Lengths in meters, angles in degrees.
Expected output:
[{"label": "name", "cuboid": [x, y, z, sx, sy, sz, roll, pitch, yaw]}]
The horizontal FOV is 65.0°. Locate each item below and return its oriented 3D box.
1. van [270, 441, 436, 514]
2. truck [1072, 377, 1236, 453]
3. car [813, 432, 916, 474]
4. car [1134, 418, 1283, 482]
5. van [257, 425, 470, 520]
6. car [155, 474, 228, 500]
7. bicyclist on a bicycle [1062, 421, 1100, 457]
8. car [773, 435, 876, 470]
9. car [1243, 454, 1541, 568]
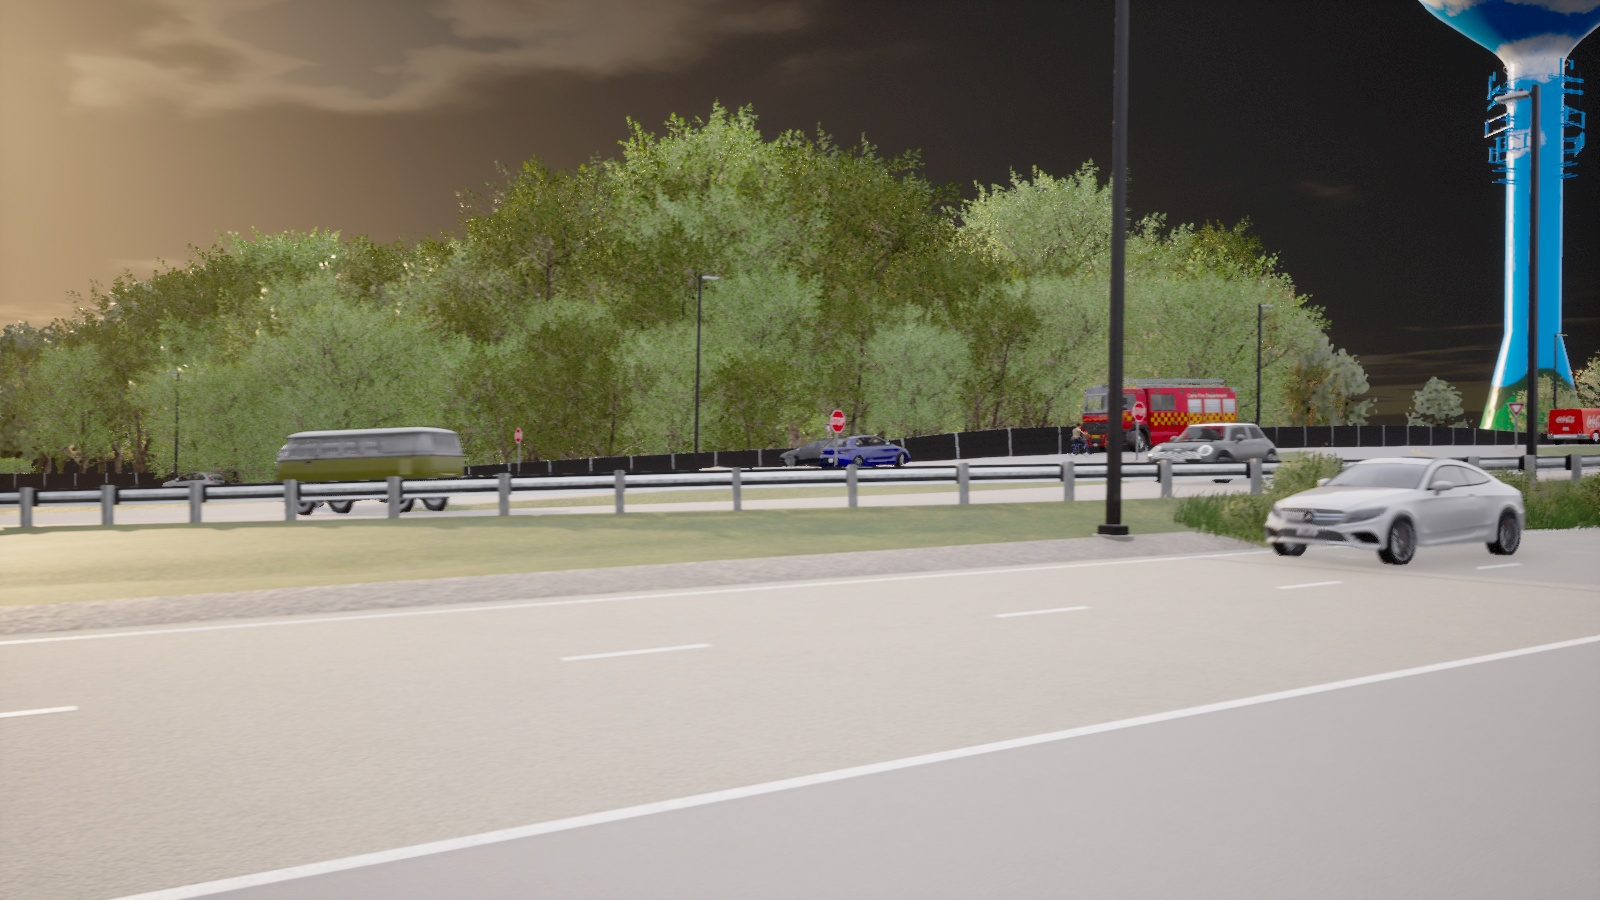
[{"label": "van", "cuboid": [-13.818, 0.802, 38.917, 4.442, 1.987, 1.775, -3, 1, -34]}, {"label": "truck", "cuboid": [18.777, -1.886, 66.515, 8.468, 3.827, 2.891, -2, 1, -26]}, {"label": "car", "cuboid": [2.656, 0.097, 50.868, 1.816, 1.474, 4.193, -1, 2, 43]}, {"label": "car", "cuboid": [10.339, -0.015, 31.674, 3.806, 1.475, 1.970, -2, 1, -43]}, {"label": "van", "cuboid": [-10.213, 0.551, 29.436, 4.442, 1.987, 1.775, -2, -2, 14]}, {"label": "car", "cuboid": [-39.490, 2.389, 81.505, 3.988, 1.617, 1.851, -1, -1, 14]}, {"label": "bicyclist on a bicycle", "cuboid": [12.955, -0.503, 57.933, 1.509, 1.612, 0.866, -2, 1, -35]}, {"label": "car", "cuboid": [1.159, 0.157, 62.834, 2.033, 1.411, 5.357, 1, -3, -41]}, {"label": "car", "cuboid": [8.650, 0.790, 18.207, 4.674, 1.442, 1.812, 0, 0, -35]}]
